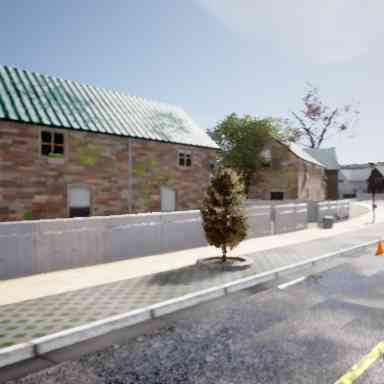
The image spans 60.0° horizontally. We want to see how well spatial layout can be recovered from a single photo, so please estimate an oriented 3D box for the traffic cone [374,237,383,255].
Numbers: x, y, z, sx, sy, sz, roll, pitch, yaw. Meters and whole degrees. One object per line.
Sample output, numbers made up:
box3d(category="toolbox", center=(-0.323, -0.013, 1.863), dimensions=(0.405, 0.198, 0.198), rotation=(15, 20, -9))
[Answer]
box3d(category="traffic cone", center=(6.711, 1.914, 11.849), dimensions=(0.340, 0.580, 0.340), rotation=(0, 0, -43))
